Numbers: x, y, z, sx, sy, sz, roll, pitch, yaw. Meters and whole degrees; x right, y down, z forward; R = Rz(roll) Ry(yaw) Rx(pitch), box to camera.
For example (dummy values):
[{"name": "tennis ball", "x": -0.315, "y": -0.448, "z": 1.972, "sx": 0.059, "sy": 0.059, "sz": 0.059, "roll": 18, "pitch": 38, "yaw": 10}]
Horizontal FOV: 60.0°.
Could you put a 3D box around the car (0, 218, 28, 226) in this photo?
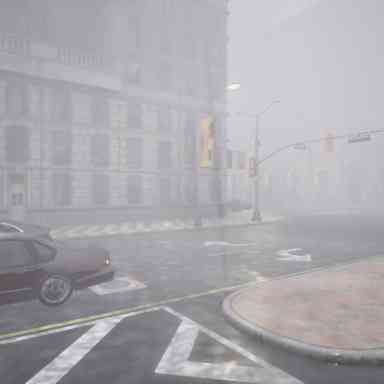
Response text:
[{"name": "car", "x": -6.449, "y": 1.492, "z": 9.282, "sx": 4.902, "sy": 1.511, "sz": 2.128, "roll": 0, "pitch": 0, "yaw": -37}]

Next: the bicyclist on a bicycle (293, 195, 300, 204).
[{"name": "bicyclist on a bicycle", "x": 17.958, "y": 1.300, "z": 57.135, "sx": 1.656, "sy": 1.620, "sz": 0.582, "roll": 0, "pitch": 0, "yaw": -35}]

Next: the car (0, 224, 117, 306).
[{"name": "car", "x": -4.260, "y": 1.547, "z": 6.498, "sx": 5.357, "sy": 1.411, "sz": 2.033, "roll": 0, "pitch": 0, "yaw": -34}]

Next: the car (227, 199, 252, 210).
[{"name": "car", "x": 5.777, "y": 1.564, "z": 43.171, "sx": 1.994, "sy": 1.385, "sz": 4.181, "roll": 0, "pitch": 0, "yaw": -35}]
